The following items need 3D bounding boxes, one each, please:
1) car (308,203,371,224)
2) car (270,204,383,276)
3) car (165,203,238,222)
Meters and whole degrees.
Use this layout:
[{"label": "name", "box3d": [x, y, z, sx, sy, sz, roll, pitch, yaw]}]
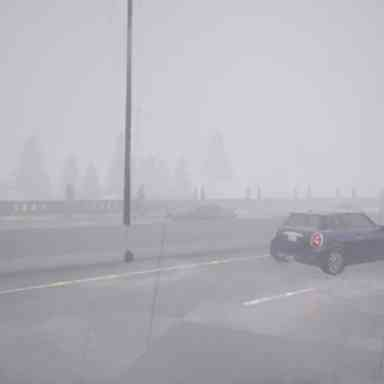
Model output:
[{"label": "car", "box3d": [11.226, 1.585, 25.391, 4.181, 1.385, 1.994, 0, 0, -21]}, {"label": "car", "box3d": [4.715, 1.348, 10.515, 4.553, 1.767, 2.097, 0, 0, -29]}, {"label": "car", "box3d": [0.767, 1.521, 24.533, 5.357, 1.411, 2.033, 0, 0, -27]}]
